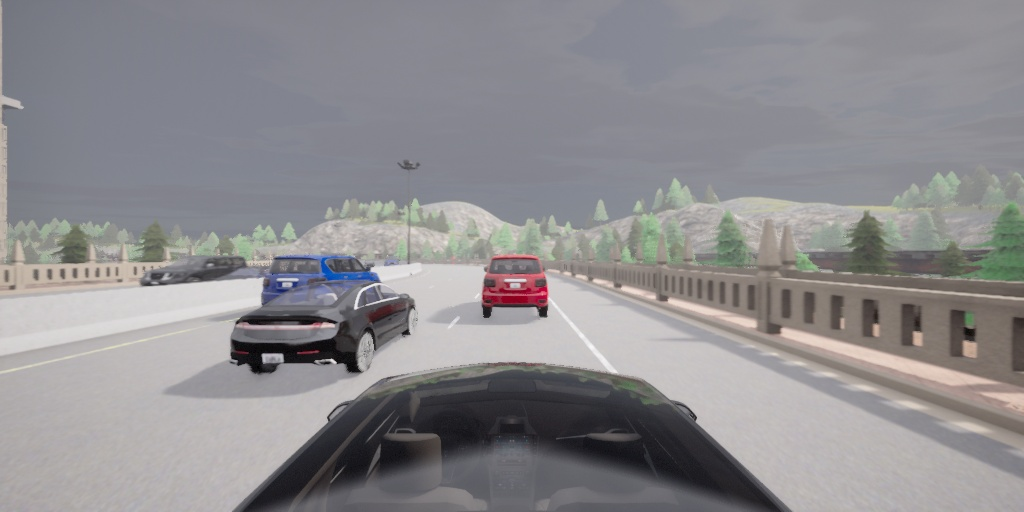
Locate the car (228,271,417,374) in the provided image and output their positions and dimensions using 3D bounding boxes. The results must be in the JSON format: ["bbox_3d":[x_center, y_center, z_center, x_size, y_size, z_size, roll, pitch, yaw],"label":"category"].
[{"bbox_3d":[-3.401,1.245,7.524,2.128,1.511,4.902,0,0,0],"label":"car"}]

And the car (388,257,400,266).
[{"bbox_3d":[-19.689,1.127,58.769,2.150,2.045,5.566,0,0,-19],"label":"car"}]

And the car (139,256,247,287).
[{"bbox_3d":[-17.609,0.990,20.392,2.150,2.045,5.566,0,0,-1],"label":"car"}]

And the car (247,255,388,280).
[{"bbox_3d":[-6.904,0.980,13.694,2.150,2.045,5.566,0,0,0],"label":"car"}]

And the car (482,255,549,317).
[{"bbox_3d":[0.097,0.980,13.405,2.150,2.045,5.566,0,0,0],"label":"car"}]

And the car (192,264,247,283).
[{"bbox_3d":[-14.110,1.316,19.739,2.033,1.411,5.357,0,0,0],"label":"car"}]

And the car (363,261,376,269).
[{"bbox_3d":[-23.883,1.524,60.039,1.895,1.301,4.718,0,0,-21],"label":"car"}]
